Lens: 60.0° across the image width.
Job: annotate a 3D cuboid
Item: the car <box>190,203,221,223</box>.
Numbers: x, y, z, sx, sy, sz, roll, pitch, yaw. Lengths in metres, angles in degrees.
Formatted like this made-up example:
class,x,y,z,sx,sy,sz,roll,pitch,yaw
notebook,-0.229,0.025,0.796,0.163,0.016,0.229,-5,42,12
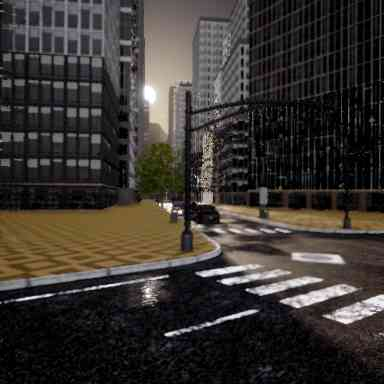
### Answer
class,x,y,z,sx,sy,sz,roll,pitch,yaw
car,1.241,1.873,29.611,1.882,1.535,5.008,1,-1,-7

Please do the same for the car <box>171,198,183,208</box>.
class,x,y,z,sx,sy,sz,roll,pitch,yaw
car,-2.534,2.052,61.154,2.150,2.045,5.566,1,-1,-7

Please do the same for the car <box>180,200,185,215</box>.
class,x,y,z,sx,sy,sz,roll,pitch,yaw
car,-0.073,2.066,40.426,1.812,1.442,4.674,1,-1,-7
